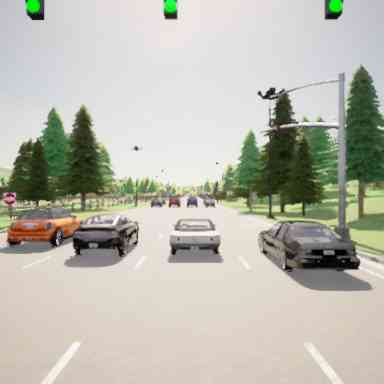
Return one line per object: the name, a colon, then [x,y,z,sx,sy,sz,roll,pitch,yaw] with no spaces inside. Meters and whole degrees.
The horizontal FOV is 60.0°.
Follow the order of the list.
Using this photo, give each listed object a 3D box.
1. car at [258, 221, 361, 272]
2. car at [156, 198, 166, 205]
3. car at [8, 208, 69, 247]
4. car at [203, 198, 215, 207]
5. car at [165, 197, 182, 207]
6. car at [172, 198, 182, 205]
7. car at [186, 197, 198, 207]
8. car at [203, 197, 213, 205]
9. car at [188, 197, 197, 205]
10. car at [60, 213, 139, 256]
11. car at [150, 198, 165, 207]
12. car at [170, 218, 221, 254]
car: [3.610,1.676,11.271,2.033,1.411,5.357,0,-1,0]
car: [-6.930,2.187,75.774,1.837,1.490,4.892,0,-1,0]
car: [-6.886,1.537,16.280,2.097,1.767,4.553,0,-1,0]
car: [3.560,2.229,65.343,2.128,1.511,4.902,0,-1,0]
car: [-3.440,1.960,65.382,2.150,2.045,5.566,0,-1,0]
car: [-3.430,2.212,75.770,2.128,1.511,4.902,0,-1,0]
car: [0.060,1.959,65.379,2.150,2.045,5.566,0,-1,0]
car: [3.570,2.042,75.735,2.097,1.767,4.553,0,-1,0]
car: [0.070,2.042,75.739,2.097,1.767,4.553,0,-1,0]
car: [-3.387,1.649,13.858,2.128,1.511,4.902,0,-1,0]
car: [-6.939,2.094,65.741,2.097,1.767,4.553,0,-1,0]
car: [0.113,1.763,14.296,1.895,1.301,4.718,0,-1,0]
